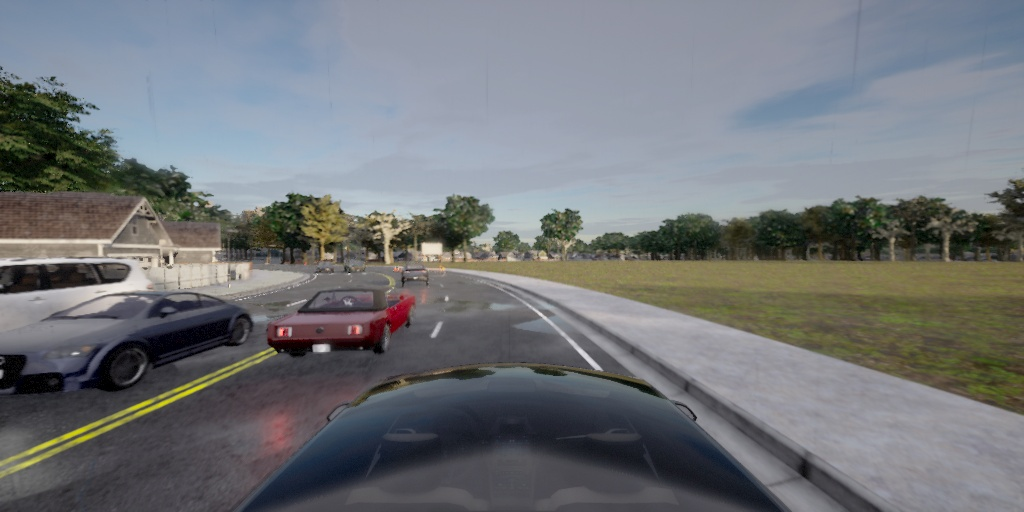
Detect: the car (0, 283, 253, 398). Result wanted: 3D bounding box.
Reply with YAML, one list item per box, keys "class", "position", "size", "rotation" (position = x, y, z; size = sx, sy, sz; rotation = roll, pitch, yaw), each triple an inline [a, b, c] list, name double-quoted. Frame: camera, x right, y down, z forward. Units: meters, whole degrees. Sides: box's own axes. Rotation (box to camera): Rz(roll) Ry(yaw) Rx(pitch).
- class: "car"
  position: [-6.953, 1.364, 6.663]
  size: [1.994, 1.385, 4.181]
  rotation: [0, 0, -5]

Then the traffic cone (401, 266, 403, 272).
- class: "traffic cone"
  position: [-13.714, 1.769, 45.981]
  size: [0.340, 0.580, 0.340]
  rotation: [0, 0, -29]

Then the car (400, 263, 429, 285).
- class: "car"
  position: [-7.083, 1.272, 26.119]
  size: [2.128, 1.511, 4.902]
  rotation: [-1, 0, -16]

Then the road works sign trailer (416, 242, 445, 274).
- class: "road works sign trailer"
  position: [-9.057, 0.235, 40.581]
  size: [2.380, 3.560, 2.880]
  rotation: [0, 0, -30]

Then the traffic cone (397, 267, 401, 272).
- class: "traffic cone"
  position: [-14.698, 1.777, 47.722]
  size: [0.340, 0.580, 0.340]
  rotation: [0, 0, -29]

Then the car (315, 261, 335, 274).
- class: "car"
  position: [-24.116, 1.457, 46.231]
  size: [1.837, 1.490, 4.892]
  rotation: [-1, 1, -34]

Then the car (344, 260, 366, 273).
- class: "car"
  position: [-20.236, 1.252, 46.218]
  size: [2.097, 1.767, 4.553]
  rotation: [-1, 0, -33]

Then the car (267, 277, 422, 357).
- class: "car"
  position: [-3.604, 1.373, 8.657]
  size: [1.895, 1.301, 4.718]
  rotation: [0, 0, -5]

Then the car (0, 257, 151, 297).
- class: "car"
  position: [-10.165, 1.047, 6.933]
  size: [2.150, 2.045, 5.566]
  rotation: [0, 0, -4]

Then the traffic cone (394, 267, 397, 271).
- class: "traffic cone"
  position: [-15.682, 1.786, 49.463]
  size: [0.340, 0.580, 0.340]
  rotation: [0, 0, -29]
